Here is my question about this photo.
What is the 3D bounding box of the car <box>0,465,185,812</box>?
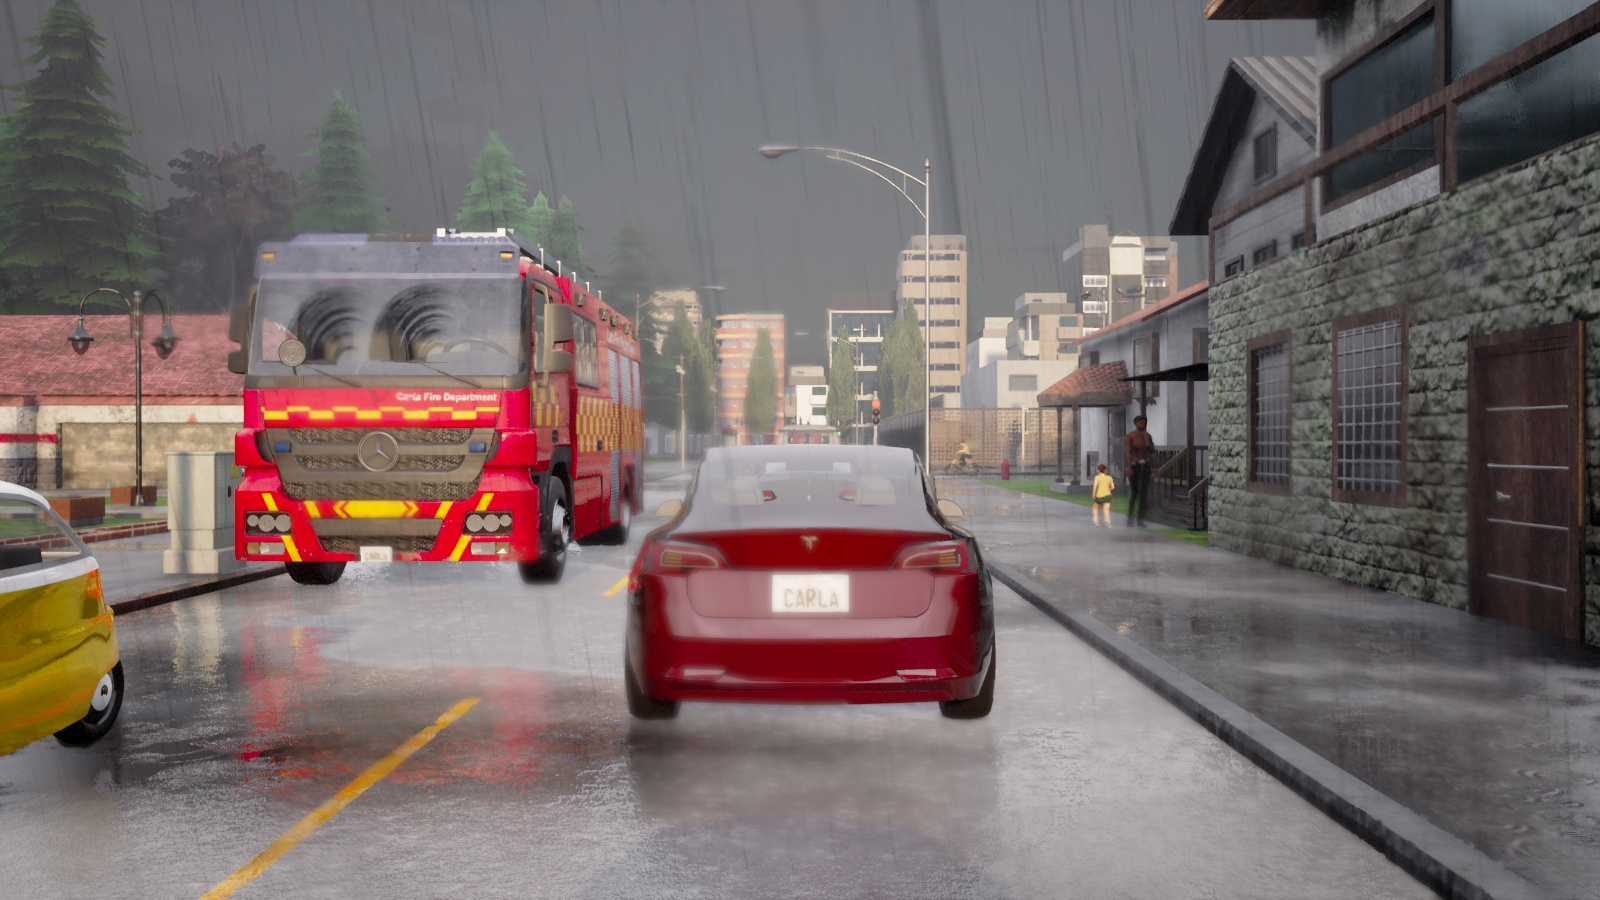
[{"bbox_3d":[-3.954,0.767,5.450,1.481,1.376,2.207,0,0,0],"label":"car"}]

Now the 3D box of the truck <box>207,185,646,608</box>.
[{"bbox_3d":[-3.897,-0.510,15.604,2.891,3.827,8.468,0,0,0],"label":"truck"}]

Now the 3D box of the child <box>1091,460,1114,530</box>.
[{"bbox_3d":[4.906,0.724,20.376,0.255,1.110,0.394,0,0,-2],"label":"child"}]

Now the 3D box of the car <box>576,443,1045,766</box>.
[{"bbox_3d":[0.061,0.700,8.198,2.163,1.488,4.792,0,0,0],"label":"car"}]

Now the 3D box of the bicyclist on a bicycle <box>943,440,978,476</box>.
[{"bbox_3d":[7.243,0.366,56.831,1.509,1.612,0.866,0,0,2],"label":"bicyclist on a bicycle"}]

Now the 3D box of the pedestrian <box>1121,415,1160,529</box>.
[{"bbox_3d":[5.504,0.345,20.314,0.328,1.805,0.869,0,0,-5],"label":"pedestrian"}]

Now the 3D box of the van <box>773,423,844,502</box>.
[{"bbox_3d":[0.212,0.307,33.971,1.775,1.987,4.442,0,0,0],"label":"van"}]
